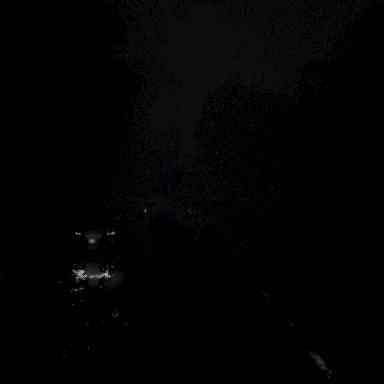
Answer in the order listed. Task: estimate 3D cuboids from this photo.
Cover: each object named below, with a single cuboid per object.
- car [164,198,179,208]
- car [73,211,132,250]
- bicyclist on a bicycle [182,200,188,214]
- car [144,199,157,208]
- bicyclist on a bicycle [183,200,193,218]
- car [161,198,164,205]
[{"bbox_3d":[-3.215,1.970,55.328,2.033,1.411,5.357,0,0,-6],"label":"car"},{"bbox_3d":[-3.904,1.643,15.202,2.128,1.511,4.902,0,-1,-2],"label":"car"},{"bbox_3d":[-0.855,1.795,40.811,0.582,1.620,1.656,0,-1,-5],"label":"bicyclist on a bicycle"},{"bbox_3d":[-6.953,1.897,55.944,1.882,1.535,5.008,0,0,-6],"label":"car"},{"bbox_3d":[-0.263,1.728,32.798,0.866,1.612,1.509,0,0,-4],"label":"bicyclist on a bicycle"},{"bbox_3d":[-5.790,2.028,73.890,2.033,1.411,5.357,0,0,-9],"label":"car"}]
